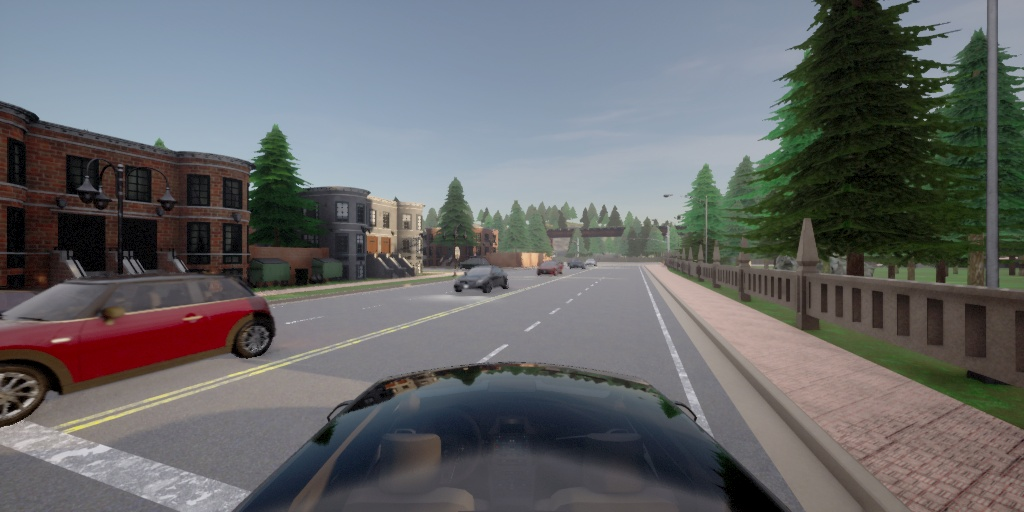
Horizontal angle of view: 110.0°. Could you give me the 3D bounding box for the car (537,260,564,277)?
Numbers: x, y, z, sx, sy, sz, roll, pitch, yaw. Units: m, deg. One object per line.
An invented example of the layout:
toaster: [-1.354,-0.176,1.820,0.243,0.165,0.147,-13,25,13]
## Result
car: [3.897,1.228,36.325,1.882,1.535,5.008,0,1,19]

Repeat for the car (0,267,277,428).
car: [-6.459,1.102,5.774,2.097,1.767,4.553,0,0,17]

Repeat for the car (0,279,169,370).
car: [-10.061,1.297,6.390,2.033,1.411,5.357,0,0,19]

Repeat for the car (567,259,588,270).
car: [9.739,1.314,53.355,1.994,1.385,4.181,0,0,19]

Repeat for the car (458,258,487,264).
car: [-5.433,1.062,49.436,4.553,1.767,2.097,0,0,20]

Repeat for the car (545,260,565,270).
car: [6.675,1.297,55.206,2.033,1.411,5.357,0,0,19]

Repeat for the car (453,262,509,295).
car: [-1.585,1.276,20.322,1.812,1.442,4.674,0,0,19]
